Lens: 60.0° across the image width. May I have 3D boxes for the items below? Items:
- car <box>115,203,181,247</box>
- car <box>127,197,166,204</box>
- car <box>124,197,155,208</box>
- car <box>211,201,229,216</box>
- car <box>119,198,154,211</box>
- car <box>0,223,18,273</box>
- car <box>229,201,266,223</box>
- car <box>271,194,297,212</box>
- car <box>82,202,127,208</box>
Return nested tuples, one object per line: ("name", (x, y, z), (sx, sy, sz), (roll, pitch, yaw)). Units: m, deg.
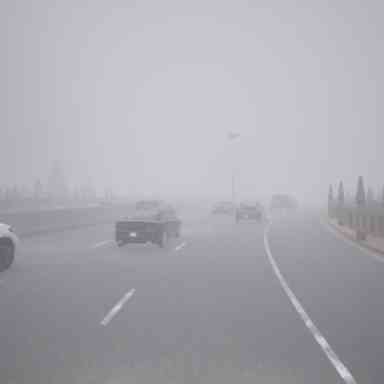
("car", (-1.783, 1.464, 15.016), (1.882, 1.535, 5.008), (0, 0, 10))
("car", (-2.794, 1.348, 25.488), (2.097, 1.767, 4.553), (0, 0, 16))
("car", (-7.807, 1.577, 49.873), (1.837, 1.490, 4.892), (0, -1, 29))
("car", (3.521, 1.566, 32.939), (2.033, 1.411, 5.357), (0, 0, 23))
("car", (-7.186, 1.521, 43.464), (1.882, 1.535, 5.008), (0, 0, 26))
("car", (-6.397, 1.196, 7.525), (2.150, 2.045, 5.566), (0, 0, 5))
("car", (4.577, 1.496, 25.621), (2.128, 1.511, 4.902), (0, 0, 18))
("car", (11.283, 1.270, 40.748), (2.150, 2.045, 5.566), (0, 0, 29))
("car", (-8.412, 1.603, 31.547), (1.895, 1.301, 4.718), (0, 0, 20))
